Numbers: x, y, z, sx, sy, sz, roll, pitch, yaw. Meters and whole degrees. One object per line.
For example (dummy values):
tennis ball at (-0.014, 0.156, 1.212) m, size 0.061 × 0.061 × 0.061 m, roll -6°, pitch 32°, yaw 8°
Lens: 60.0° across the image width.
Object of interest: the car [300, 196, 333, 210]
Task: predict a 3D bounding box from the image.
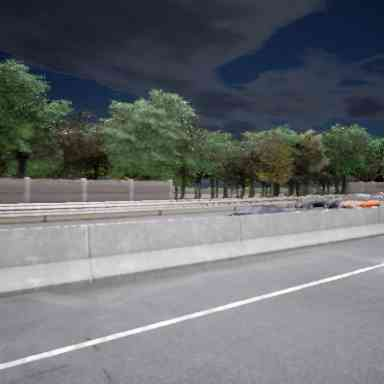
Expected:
car at (13.770, 1.254, 38.149) m, size 4.902 × 1.511 × 2.128 m, roll -1°, pitch 0°, yaw -37°

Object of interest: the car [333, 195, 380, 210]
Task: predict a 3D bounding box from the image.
car at (16.197, 1.128, 32.204) m, size 4.553 × 1.767 × 2.097 m, roll -1°, pitch 0°, yaw -34°

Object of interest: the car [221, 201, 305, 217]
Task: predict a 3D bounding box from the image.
car at (3.928, 1.484, 19.569) m, size 5.357 × 1.411 × 2.033 m, roll -1°, pitch 0°, yaw -35°

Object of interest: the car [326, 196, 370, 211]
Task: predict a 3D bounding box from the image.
car at (17.541, 1.274, 37.228) m, size 5.357 × 1.411 × 2.033 m, roll -1°, pitch 0°, yaw -34°
